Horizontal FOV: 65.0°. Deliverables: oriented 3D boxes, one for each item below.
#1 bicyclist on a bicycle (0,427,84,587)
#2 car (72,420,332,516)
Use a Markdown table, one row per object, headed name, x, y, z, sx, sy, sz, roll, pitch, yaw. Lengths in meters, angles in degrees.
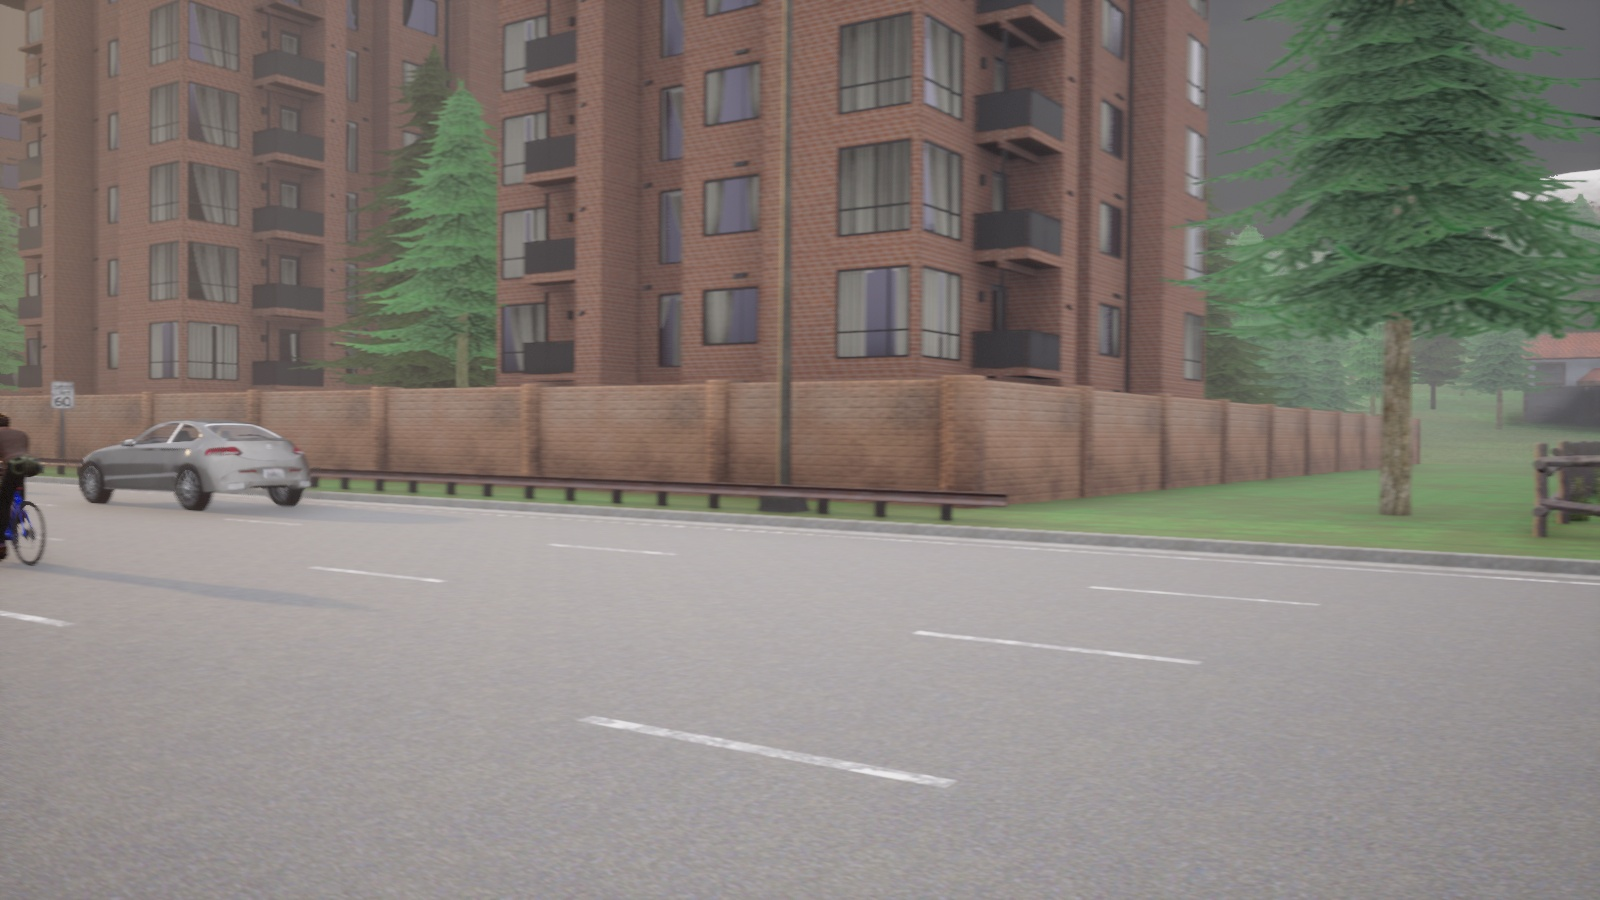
| name | x | y | z | sx | sy | sz | roll | pitch | yaw |
| --- | --- | --- | --- | --- | --- | --- | --- | --- | --- |
| bicyclist on a bicycle | -8.385 | 0.578 | 13.398 | 1.656 | 1.620 | 0.582 | -1 | 1 | 34 |
| car | -11.372 | 0.290 | 23.779 | 5.027 | 1.651 | 2.152 | 0 | 1 | 34 |
